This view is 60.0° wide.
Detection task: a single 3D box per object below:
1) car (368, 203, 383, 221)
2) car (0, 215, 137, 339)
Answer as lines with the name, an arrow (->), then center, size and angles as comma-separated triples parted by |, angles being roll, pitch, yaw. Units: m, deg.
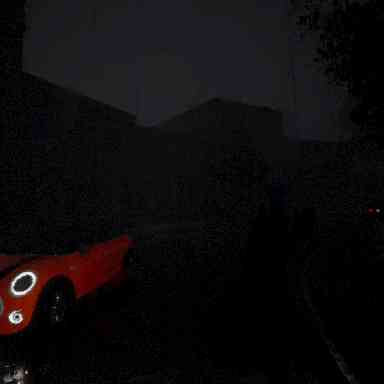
car -> 14.581, 1.190, 22.628 | 5.357, 1.411, 2.033 | -2, -2, -19
car -> -2.869, 1.363, 6.952 | 2.097, 1.767, 4.553 | 0, 0, 13
